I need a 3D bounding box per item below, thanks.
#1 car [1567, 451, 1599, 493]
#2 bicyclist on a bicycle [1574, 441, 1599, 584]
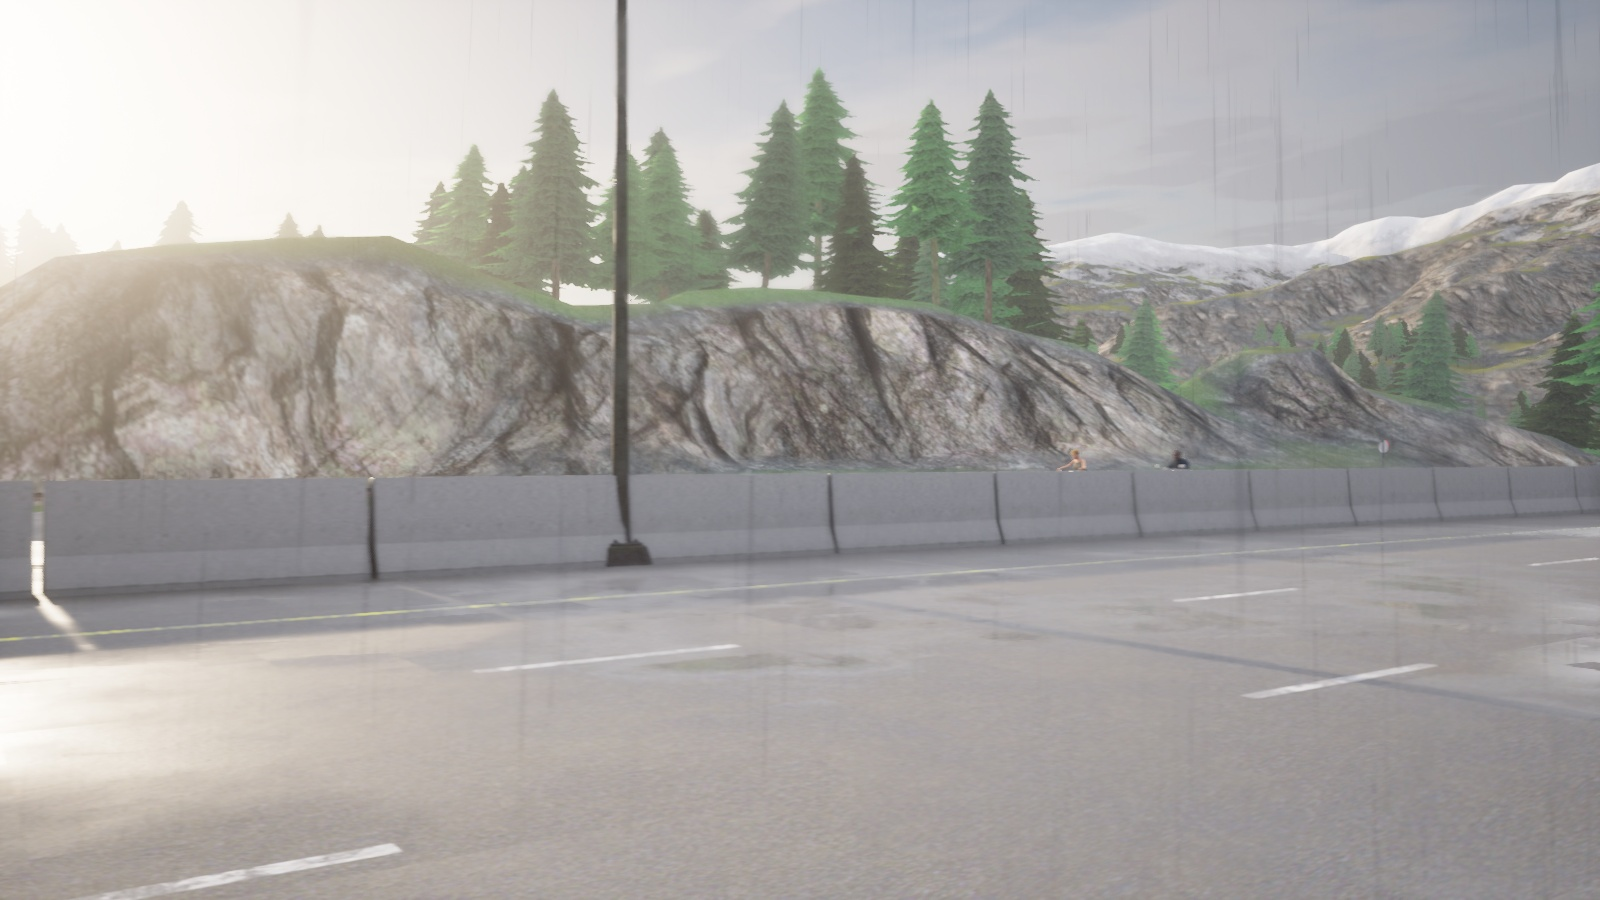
[{"bbox_3d":[30.273,0.799,46.053,4.892,1.490,1.837,0,0,-35],"label":"car"},{"bbox_3d":[9.791,0.713,14.738,1.656,1.620,0.582,0,0,-35],"label":"bicyclist on a bicycle"}]
